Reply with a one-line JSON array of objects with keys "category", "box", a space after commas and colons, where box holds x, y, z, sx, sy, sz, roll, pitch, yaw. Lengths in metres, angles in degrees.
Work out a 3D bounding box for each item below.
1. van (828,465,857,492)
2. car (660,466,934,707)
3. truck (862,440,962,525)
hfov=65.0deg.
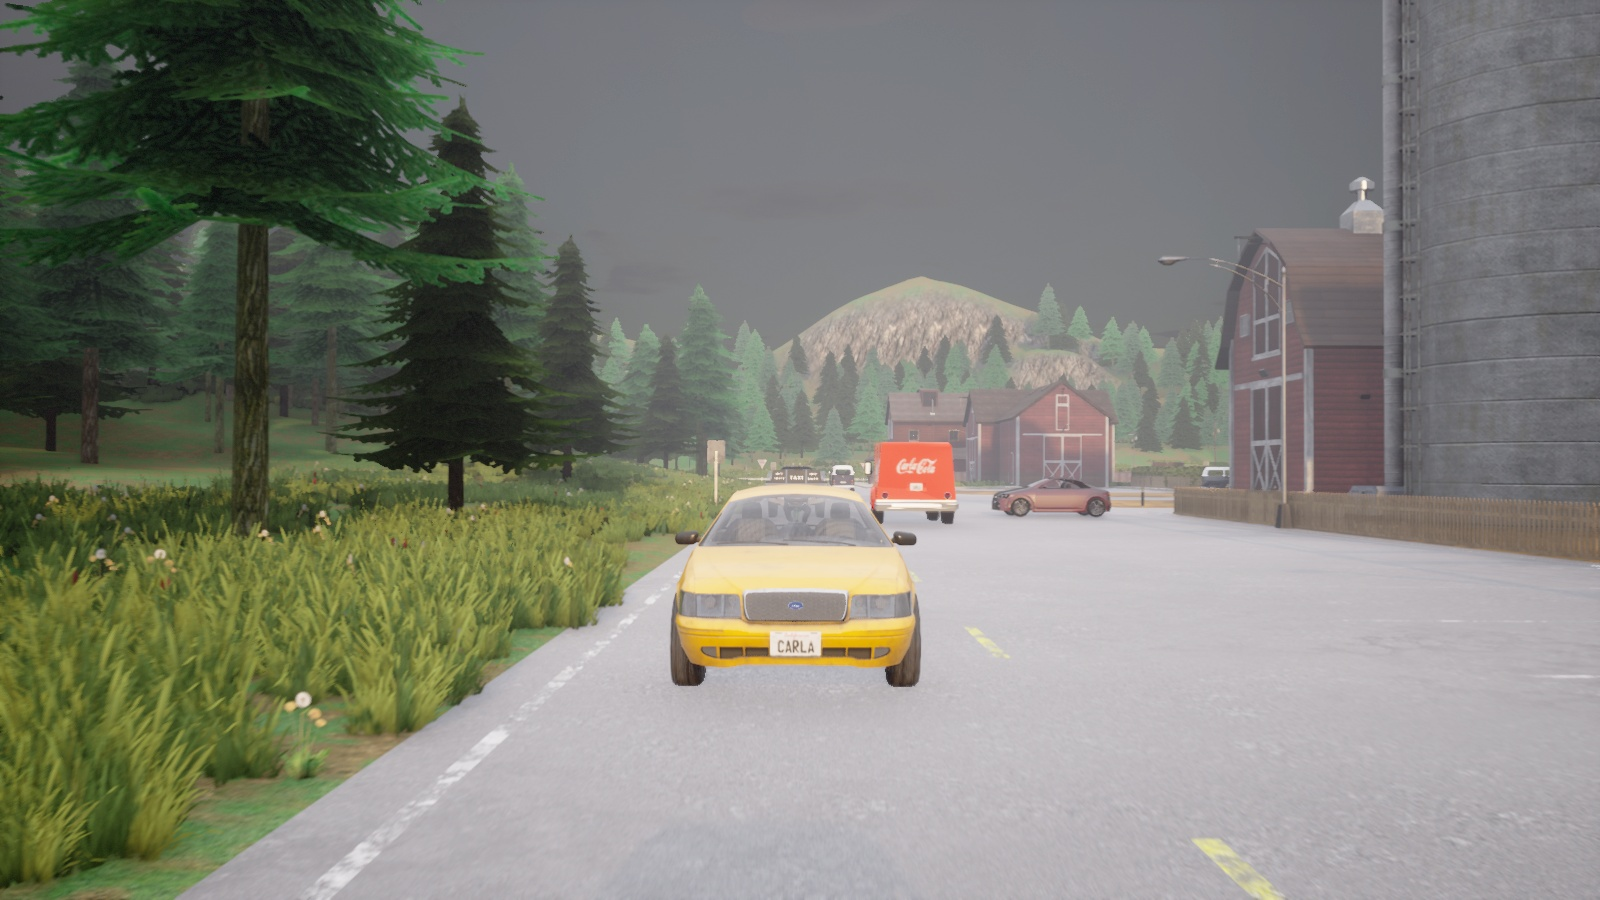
[{"category": "van", "box": [3.263, 2.176, 96.641, 2.069, 2.038, 4.480, 0, -1, 0]}, {"category": "car", "box": [-0.027, 0.941, 10.949, 1.801, 1.575, 5.366, 0, -1, 0]}, {"category": "truck", "box": [3.402, 0.986, 39.307, 2.627, 2.467, 5.204, 0, -1, 0]}]
